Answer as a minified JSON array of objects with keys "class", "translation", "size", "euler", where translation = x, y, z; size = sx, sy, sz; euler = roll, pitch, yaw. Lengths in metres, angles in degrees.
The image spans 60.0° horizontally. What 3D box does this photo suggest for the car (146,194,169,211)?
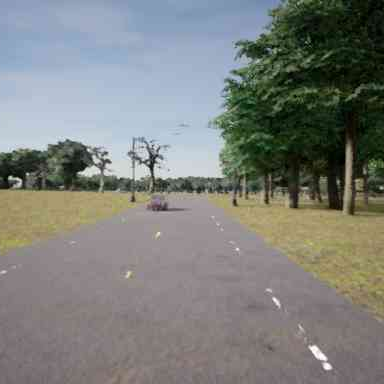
[{"class":"car","translation":[-3.580,1.069,35.350],"size":[2.097,1.767,4.553],"euler":[0,1,0]}]
